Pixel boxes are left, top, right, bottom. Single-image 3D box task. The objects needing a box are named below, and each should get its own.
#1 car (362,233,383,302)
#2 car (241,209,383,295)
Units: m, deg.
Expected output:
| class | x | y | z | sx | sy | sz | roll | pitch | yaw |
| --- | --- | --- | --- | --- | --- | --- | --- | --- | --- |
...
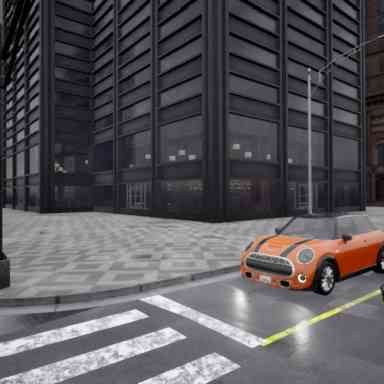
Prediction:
| class | x | y | z | sx | sy | sz | roll | pitch | yaw |
| --- | --- | --- | --- | --- | --- | --- | --- | --- | --- |
| car | 5.867 | 1.546 | 6.926 | 5.357 | 1.411 | 2.033 | 0 | 0 | -39 |
| car | 3.399 | 1.379 | 8.922 | 4.553 | 1.767 | 2.097 | 0 | 0 | -39 |
